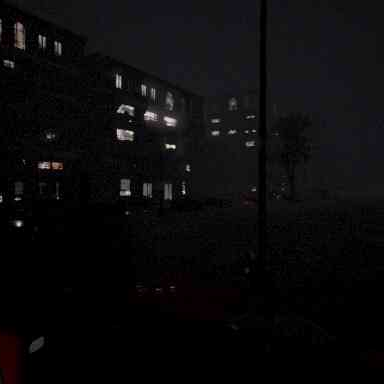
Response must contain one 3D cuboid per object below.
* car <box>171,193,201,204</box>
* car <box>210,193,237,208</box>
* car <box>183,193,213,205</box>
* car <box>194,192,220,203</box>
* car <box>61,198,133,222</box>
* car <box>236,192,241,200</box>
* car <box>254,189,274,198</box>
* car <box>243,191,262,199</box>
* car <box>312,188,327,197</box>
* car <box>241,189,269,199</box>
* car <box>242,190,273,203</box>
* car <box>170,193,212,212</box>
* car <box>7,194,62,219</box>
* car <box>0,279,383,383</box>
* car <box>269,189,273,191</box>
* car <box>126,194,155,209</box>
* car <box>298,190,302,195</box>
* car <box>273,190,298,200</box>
[{"bbox_3d":[-0.811,0.910,46.817,1.947,1.339,4.313,2,2,35],"label":"car"},{"bbox_3d":[2.883,1.051,37.457,2.008,1.369,4.403,2,2,35],"label":"car"},{"bbox_3d":[0.829,0.942,44.632,1.994,1.385,4.181,1,1,35],"label":"car"},{"bbox_3d":[2.372,0.808,51.387,2.008,1.369,4.403,2,2,35],"label":"car"},{"bbox_3d":[-6.664,1.329,23.749,1.947,1.339,4.313,2,2,35],"label":"car"},{"bbox_3d":[8.737,0.650,60.527,1.947,1.339,4.313,2,2,35],"label":"car"},{"bbox_3d":[15.105,0.227,69.661,2.192,1.841,5.009,2,2,35],"label":"car"},{"bbox_3d":[11.822,0.526,64.956,1.752,1.417,4.829,2,2,35],"label":"car"},{"bbox_3d":[29.070,0.009,75.595,2.150,2.045,5.566,1,1,35],"label":"car"},{"bbox_3d":[10.072,0.729,52.332,1.837,1.490,4.892,1,1,35],"label":"car"},{"bbox_3d":[9.248,0.876,46.598,2.008,1.369,4.403,2,2,35],"label":"car"},{"bbox_3d":[-0.300,1.132,32.887,1.887,1.381,4.507,2,2,35],"label":"car"},{"bbox_3d":[-11.906,1.206,26.373,1.882,1.535,5.008,1,1,35],"label":"car"},{"bbox_3d":[-0.316,1.544,3.096,4.507,1.381,1.887,0,0,36],"label":"car"},{"bbox_3d":[15.654,0.424,60.361,2.097,1.767,4.553,1,1,36],"label":"car"},{"bbox_3d":[-5.976,1.043,34.882,1.882,1.535,5.008,1,1,34],"label":"car"},{"bbox_3d":[27.831,0.114,87.947,1.887,1.381,4.507,2,2,35],"label":"car"},{"bbox_3d":[15.711,0.675,55.877,1.752,1.417,4.829,2,2,35],"label":"car"}]
